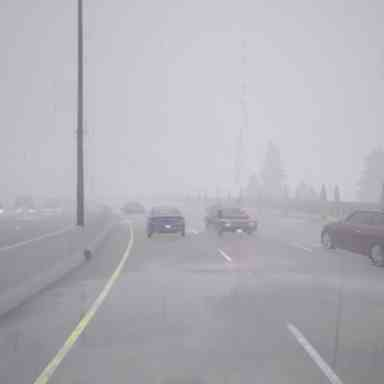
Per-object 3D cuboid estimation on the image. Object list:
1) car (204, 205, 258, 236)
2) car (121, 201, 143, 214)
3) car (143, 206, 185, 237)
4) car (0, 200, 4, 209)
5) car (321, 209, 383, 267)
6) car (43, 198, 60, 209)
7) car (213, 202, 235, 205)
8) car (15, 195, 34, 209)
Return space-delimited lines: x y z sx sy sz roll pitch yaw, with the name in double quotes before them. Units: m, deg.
"car" 1.970 1.616 18.515 1.895 1.301 4.718 0 0 -9
"car" -6.478 1.631 36.086 1.994 1.385 4.181 0 0 -20
"car" -1.558 1.497 18.281 1.882 1.535 5.008 0 0 -9
"car" -28.716 1.803 48.671 1.895 1.301 4.718 0 0 -33
"car" 6.392 1.355 11.589 2.097 1.767 4.553 0 0 -6
"car" -20.761 1.666 49.153 1.837 1.490 4.892 0 0 -31
"car" 2.852 1.581 30.421 2.033 1.411 5.357 0 0 -16
"car" -24.750 1.401 48.989 2.150 2.045 5.566 0 0 -33
